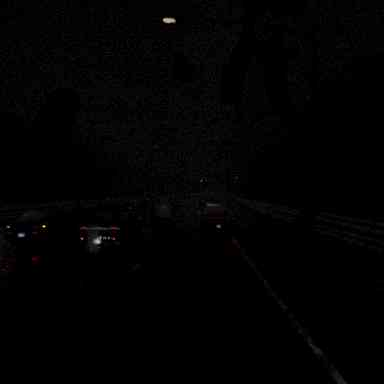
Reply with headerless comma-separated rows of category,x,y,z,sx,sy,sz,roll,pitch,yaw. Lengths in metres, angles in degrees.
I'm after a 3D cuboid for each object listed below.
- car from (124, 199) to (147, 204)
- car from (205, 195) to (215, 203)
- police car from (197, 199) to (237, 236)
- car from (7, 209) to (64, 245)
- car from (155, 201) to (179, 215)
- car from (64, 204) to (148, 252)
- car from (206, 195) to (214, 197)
car,-5.884,1.450,34.952,1.882,1.535,5.008,0,0,3
car,3.697,1.367,68.366,1.812,1.442,4.674,0,0,7
police car,1.336,1.415,18.349,1.930,1.638,5.238,0,0,2
car,-6.677,1.508,15.453,1.812,1.442,4.674,0,0,1
car,-2.460,1.541,33.436,1.994,1.385,4.181,0,0,3
car,-3.216,1.480,13.906,2.128,1.511,4.902,0,0,1
car,2.229,1.540,52.810,1.994,1.385,4.181,0,0,5
